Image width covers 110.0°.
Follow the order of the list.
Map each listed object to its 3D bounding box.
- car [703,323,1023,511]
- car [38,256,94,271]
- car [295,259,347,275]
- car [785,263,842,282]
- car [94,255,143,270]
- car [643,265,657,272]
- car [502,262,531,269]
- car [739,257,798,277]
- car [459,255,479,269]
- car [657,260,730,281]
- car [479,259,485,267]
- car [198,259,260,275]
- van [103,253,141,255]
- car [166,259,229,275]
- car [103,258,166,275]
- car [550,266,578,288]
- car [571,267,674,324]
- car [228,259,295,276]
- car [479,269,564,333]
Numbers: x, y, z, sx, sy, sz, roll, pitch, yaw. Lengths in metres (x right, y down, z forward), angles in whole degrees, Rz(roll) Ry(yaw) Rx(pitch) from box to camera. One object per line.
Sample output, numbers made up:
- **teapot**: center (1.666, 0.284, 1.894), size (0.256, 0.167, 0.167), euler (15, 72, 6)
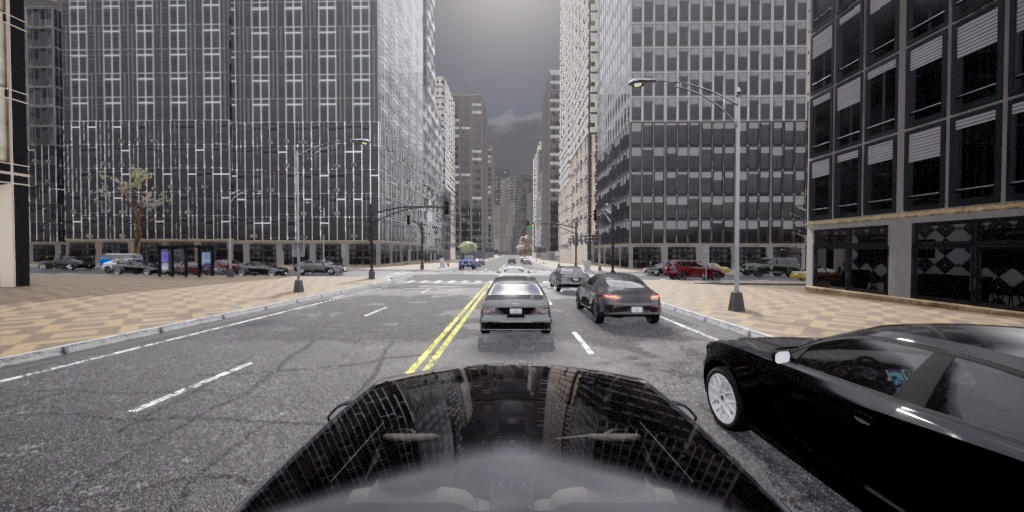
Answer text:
- **car**: center (3.345, 1.227, 2.545), size (1.882, 1.535, 5.008), euler (0, 0, 0)
- **car**: center (-48.446, 0.781, 39.059), size (4.892, 1.490, 1.837), euler (1, 1, 1)
- **car**: center (-18.811, 1.089, 35.267), size (4.902, 1.511, 2.128), euler (1, 1, 1)
- **car**: center (27.632, 1.576, 31.932), size (4.829, 1.417, 1.751), euler (0, 0, 1)
- **car**: center (-37.956, 0.949, 35.658), size (4.674, 1.442, 1.812), euler (1, 1, 2)
- **car**: center (16.435, 1.351, 37.900), size (4.902, 1.511, 2.128), euler (1, 1, 1)
- **car**: center (0.094, 1.265, 20.324), size (1.812, 1.442, 4.674), euler (0, 0, 0)
- **car**: center (27.097, 1.175, 37.713), size (5.566, 2.045, 2.150), euler (1, 1, 1)
- **car**: center (-6.615, 0.932, 53.857), size (2.150, 2.045, 5.566), euler (0, 0, 0)
- **car**: center (16.184, 1.267, 32.125), size (5.009, 1.841, 2.192), euler (0, 0, 1)
- **car**: center (-6.585, 1.190, 63.775), size (2.128, 1.511, 4.902), euler (0, 0, 0)
- **car**: center (-27.907, 1.040, 35.449), size (4.674, 1.442, 1.812), euler (1, 1, 1)
- **van**: center (-45.300, 0.602, 41.599), size (3.998, 1.789, 1.690), euler (0, 0, 1)
- **car**: center (-28.426, 1.136, 32.771), size (4.207, 1.307, 1.802), euler (0, 0, 1)
- **car**: center (-34.106, 1.067, 32.942), size (4.313, 1.339, 1.948), euler (0, 0, 1)
- **car**: center (3.347, 1.286, 21.380), size (2.033, 1.411, 5.357), euler (0, 0, 0)
- **car**: center (3.348, 1.271, 11.892), size (1.812, 1.442, 4.674), euler (0, 0, 0)
- **car**: center (-22.741, 1.171, 32.640), size (4.313, 1.339, 1.948), euler (0, 0, 1)
- **car**: center (0.098, 1.293, 10.633), size (2.033, 1.411, 5.357), euler (0, 0, 0)
